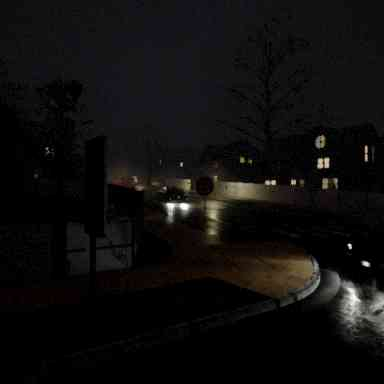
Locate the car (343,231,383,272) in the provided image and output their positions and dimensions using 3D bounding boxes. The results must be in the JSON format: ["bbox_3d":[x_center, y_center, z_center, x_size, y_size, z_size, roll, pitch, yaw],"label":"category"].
[{"bbox_3d":[6.892,1.363,9.059,5.357,1.411,2.033,-1,4,-17],"label":"car"}]

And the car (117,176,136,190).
[{"bbox_3d":[-10.204,-1.496,51.646,2.150,2.045,5.566,0,3,-21],"label":"car"}]

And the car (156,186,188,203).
[{"bbox_3d":[-1.839,0.159,29.813,1.994,1.385,4.181,0,3,-21],"label":"car"}]
